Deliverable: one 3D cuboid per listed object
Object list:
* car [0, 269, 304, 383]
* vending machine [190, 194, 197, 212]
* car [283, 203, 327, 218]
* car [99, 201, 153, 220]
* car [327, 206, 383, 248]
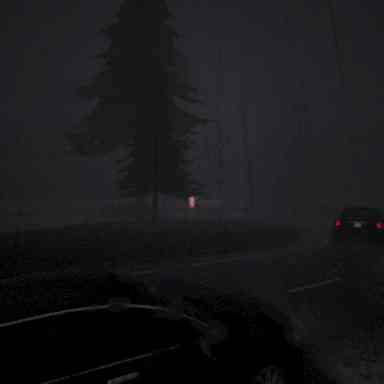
[{"bbox_3d":[-1.015,1.509,2.988,4.892,1.490,1.837,0,0,-35],"label":"car"},{"bbox_3d":[0.206,1.271,40.081,0.880,2.100,1.100,0,0,2],"label":"vending machine"},{"bbox_3d":[11.052,1.689,31.241,1.895,1.301,4.718,0,0,-44],"label":"car"},{"bbox_3d":[-5.273,1.529,27.863,4.902,1.511,2.128,0,-1,-24],"label":"car"},{"bbox_3d":[7.977,1.402,15.434,2.097,1.767,4.553,0,0,34],"label":"car"}]
